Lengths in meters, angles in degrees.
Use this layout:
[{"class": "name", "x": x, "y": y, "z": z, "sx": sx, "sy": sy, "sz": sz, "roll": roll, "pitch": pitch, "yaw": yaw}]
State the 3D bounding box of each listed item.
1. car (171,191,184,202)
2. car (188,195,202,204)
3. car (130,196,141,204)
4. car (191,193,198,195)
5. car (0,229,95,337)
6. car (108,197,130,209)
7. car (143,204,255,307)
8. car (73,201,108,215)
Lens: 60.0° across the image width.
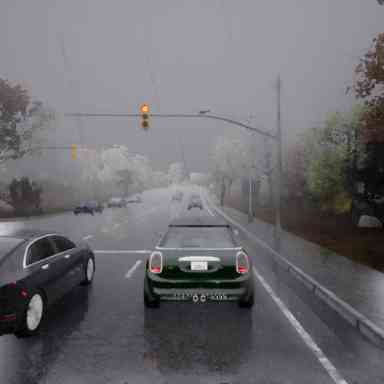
[{"class": "car", "x": -2.984, "y": 1.067, "z": 64.608, "sx": 2.033, "sy": 1.411, "sz": 5.357, "roll": 0, "pitch": 3, "yaw": 1}, {"class": "car", "x": 0.453, "y": 1.545, "z": 46.062, "sx": 2.033, "sy": 1.411, "sz": 5.357, "roll": 0, "pitch": 0, "yaw": 1}, {"class": "car", "x": -10.105, "y": 1.387, "z": 58.234, "sx": 1.994, "sy": 1.385, "sz": 4.181, "roll": 0, "pitch": 2, "yaw": 1}, {"class": "car", "x": 0.560, "y": 0.938, "z": 67.080, "sx": 2.033, "sy": 1.411, "sz": 5.357, "roll": 0, "pitch": 3, "yaw": 1}, {"class": "car", "x": -3.377, "y": 1.505, "z": 6.627, "sx": 1.837, "sy": 1.490, "sz": 4.892, "roll": 0, "pitch": 0, "yaw": 0}, {"class": "car", "x": -10.240, "y": 1.475, "z": 45.453, "sx": 1.882, "sy": 1.535, "sz": 5.008, "roll": 0, "pitch": 0, "yaw": 1}, {"class": "car", "x": 0.143, "y": 1.352, "z": 8.127, "sx": 2.097, "sy": 1.767, "sz": 4.553, "roll": 0, "pitch": 0, "yaw": 0}, {"class": "car", "x": -10.353, "y": 1.599, "z": 33.616, "sx": 1.895, "sy": 1.301, "sz": 4.718, "roll": 0, "pitch": 0, "yaw": 1}]
